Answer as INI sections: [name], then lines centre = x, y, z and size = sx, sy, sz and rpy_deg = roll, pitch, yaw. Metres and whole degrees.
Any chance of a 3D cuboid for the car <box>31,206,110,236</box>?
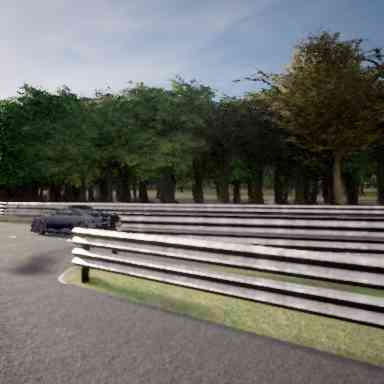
[car]
centre = -5.835, 1.407, 16.338
size = 4.181, 1.385, 1.994
rpy_deg = -1, 0, 24
